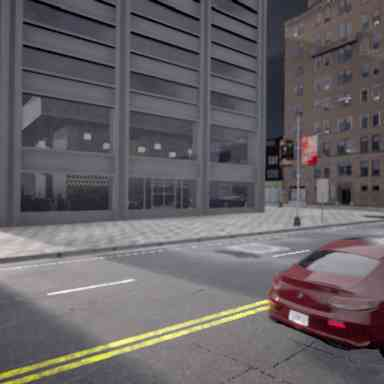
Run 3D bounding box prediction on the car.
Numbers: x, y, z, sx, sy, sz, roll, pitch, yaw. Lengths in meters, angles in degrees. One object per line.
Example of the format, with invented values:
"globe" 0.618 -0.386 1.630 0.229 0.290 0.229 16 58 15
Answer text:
"car" 3.308 1.526 5.823 4.674 1.442 1.812 0 0 -36
